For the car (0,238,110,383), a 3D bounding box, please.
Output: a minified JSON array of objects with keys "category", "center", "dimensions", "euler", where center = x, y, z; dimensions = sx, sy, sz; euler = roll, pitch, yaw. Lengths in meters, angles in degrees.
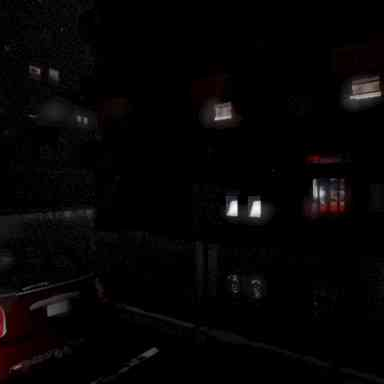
[{"category":"car","center":[-3.215,1.439,5.170],"dimensions":[4.097,1.590,1.967],"euler":[0,0,36]}]
